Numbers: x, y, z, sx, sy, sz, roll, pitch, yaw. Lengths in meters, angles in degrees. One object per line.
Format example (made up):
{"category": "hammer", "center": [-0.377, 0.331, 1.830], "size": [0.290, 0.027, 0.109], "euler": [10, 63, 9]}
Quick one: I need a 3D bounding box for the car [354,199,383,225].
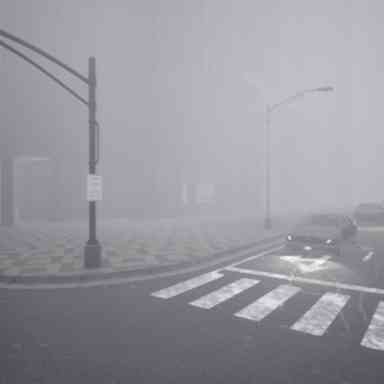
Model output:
{"category": "car", "center": [13.404, 1.556, 25.030], "size": [1.882, 1.535, 5.008], "euler": [0, 0, 35]}

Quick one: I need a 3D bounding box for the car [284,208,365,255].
{"category": "car", "center": [5.593, 1.592, 13.895], "size": [2.033, 1.411, 5.357], "euler": [0, 0, 35]}
